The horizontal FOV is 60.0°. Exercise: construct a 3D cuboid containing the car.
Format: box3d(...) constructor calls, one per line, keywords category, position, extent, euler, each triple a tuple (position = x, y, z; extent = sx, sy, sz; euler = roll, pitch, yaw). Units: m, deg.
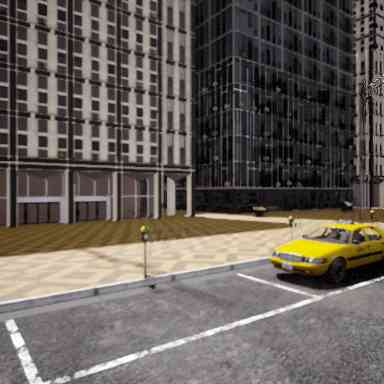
box3d(category="car", position=(4.323, 1.506, 9.649), extent=(4.829, 1.417, 1.752), euler=(0, 0, -36))
